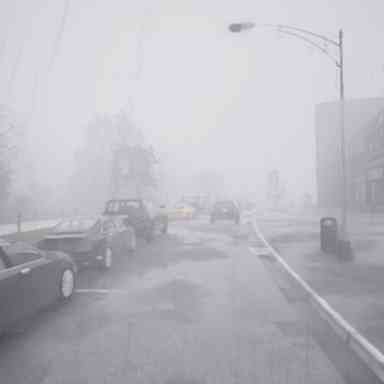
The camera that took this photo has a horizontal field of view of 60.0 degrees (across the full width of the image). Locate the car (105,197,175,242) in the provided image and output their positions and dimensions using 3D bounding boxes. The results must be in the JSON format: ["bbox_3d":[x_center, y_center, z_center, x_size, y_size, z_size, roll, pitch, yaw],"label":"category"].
[{"bbox_3d":[-2.664,1.265,16.510,2.435,2.045,5.566,-3,0,6],"label":"car"}]

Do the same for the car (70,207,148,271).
[{"bbox_3d":[-3.188,1.502,10.908,2.231,1.521,4.892,-3,0,4],"label":"car"}]

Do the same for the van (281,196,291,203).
[{"bbox_3d":[24.155,2.013,88.037,1.878,1.987,4.442,-2,0,29],"label":"van"}]

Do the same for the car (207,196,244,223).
[{"bbox_3d":[2.717,1.407,26.117,2.097,1.767,4.553,0,0,10],"label":"car"}]

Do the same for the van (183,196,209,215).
[{"bbox_3d":[0.178,1.378,33.121,1.878,1.987,4.442,-3,0,11],"label":"van"}]

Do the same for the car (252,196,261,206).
[{"bbox_3d":[11.144,1.716,64.658,2.435,2.045,5.566,-2,0,23],"label":"car"}]

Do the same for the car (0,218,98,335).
[{"bbox_3d":[-3.523,1.489,5.326,2.231,1.521,4.892,-3,0,3],"label":"car"}]

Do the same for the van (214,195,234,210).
[{"bbox_3d":[4.797,1.534,49.231,1.878,1.987,4.442,-2,0,17],"label":"van"}]

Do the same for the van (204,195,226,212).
[{"bbox_3d":[3.081,1.475,43.921,1.878,1.987,4.442,-2,0,16],"label":"van"}]

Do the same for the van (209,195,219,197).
[{"bbox_3d":[1.537,1.422,38.548,1.878,1.987,4.442,-2,0,16],"label":"van"}]

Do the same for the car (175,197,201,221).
[{"bbox_3d":[-0.938,1.562,27.716,1.946,1.575,5.366,-3,0,12],"label":"car"}]

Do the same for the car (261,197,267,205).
[{"bbox_3d":[13.629,2.073,69.631,2.002,1.452,4.674,-2,0,27],"label":"car"}]

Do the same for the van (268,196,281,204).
[{"bbox_3d":[19.040,1.922,79.501,1.878,1.987,4.442,-2,0,29],"label":"van"}]

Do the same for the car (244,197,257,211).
[{"bbox_3d":[6.729,1.735,42.483,1.994,1.385,4.181,-1,-1,17],"label":"car"}]
